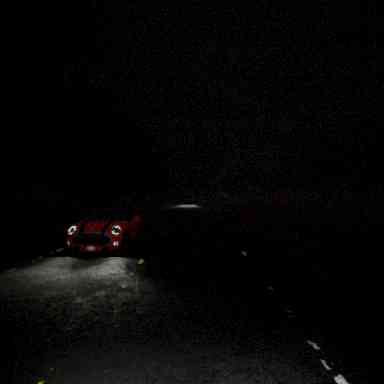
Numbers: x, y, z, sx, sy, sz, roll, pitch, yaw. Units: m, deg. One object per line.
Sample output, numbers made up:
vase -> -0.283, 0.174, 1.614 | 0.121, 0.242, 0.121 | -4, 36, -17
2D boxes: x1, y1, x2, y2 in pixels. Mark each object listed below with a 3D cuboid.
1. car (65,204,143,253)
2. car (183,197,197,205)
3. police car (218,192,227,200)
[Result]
car -> -3.377, 1.328, 13.552 | 2.097, 1.767, 4.553 | 0, 0, 2
car -> -0.319, 1.462, 56.658 | 1.895, 1.301, 4.718 | -2, -1, 7
police car -> 7.767, 1.233, 86.105 | 1.930, 1.638, 5.238 | 0, 0, 7
